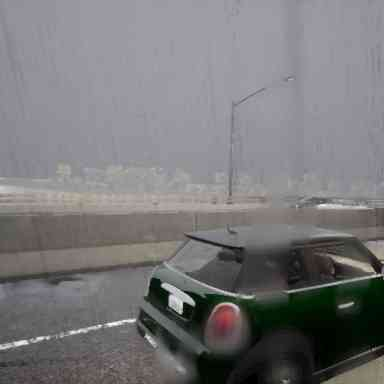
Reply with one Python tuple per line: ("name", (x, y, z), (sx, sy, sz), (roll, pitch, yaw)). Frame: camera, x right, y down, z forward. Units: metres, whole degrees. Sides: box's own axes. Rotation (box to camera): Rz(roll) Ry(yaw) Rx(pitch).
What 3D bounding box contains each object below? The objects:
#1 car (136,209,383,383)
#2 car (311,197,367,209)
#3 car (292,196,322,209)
("car", (1.613, 1.280, 4.779), (4.553, 1.767, 2.097), (1, 1, -32))
("car", (12.745, 1.357, 28.379), (4.718, 1.301, 1.895), (1, 1, -31))
("car", (11.693, 1.154, 31.826), (4.892, 1.490, 1.837), (1, 1, -31))
